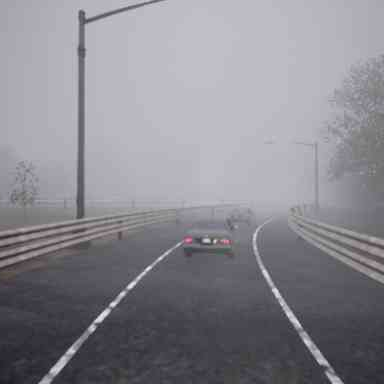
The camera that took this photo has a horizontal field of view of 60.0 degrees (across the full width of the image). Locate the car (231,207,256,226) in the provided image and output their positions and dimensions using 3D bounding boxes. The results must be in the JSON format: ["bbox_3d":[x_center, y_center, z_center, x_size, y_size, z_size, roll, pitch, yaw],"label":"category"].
[{"bbox_3d":[4.194,1.991,27.928,2.033,1.411,5.357,0,-1,18],"label":"car"}]

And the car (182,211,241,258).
[{"bbox_3d":[0.851,1.721,13.630,2.033,1.411,5.357,0,-1,8],"label":"car"}]
